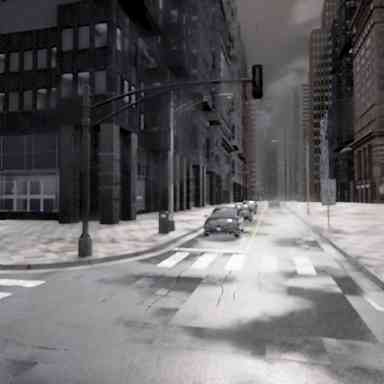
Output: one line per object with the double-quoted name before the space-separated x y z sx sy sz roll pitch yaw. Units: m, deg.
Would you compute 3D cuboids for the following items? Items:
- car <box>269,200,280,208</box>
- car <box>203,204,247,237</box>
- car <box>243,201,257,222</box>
"car" 14.144 2.084 57.107 1.895 1.301 4.718 0 -1 13
"car" 1.898 1.635 18.932 1.837 1.490 4.892 0 0 13
"car" 4.219 1.770 28.614 1.994 1.385 4.181 0 -1 14
